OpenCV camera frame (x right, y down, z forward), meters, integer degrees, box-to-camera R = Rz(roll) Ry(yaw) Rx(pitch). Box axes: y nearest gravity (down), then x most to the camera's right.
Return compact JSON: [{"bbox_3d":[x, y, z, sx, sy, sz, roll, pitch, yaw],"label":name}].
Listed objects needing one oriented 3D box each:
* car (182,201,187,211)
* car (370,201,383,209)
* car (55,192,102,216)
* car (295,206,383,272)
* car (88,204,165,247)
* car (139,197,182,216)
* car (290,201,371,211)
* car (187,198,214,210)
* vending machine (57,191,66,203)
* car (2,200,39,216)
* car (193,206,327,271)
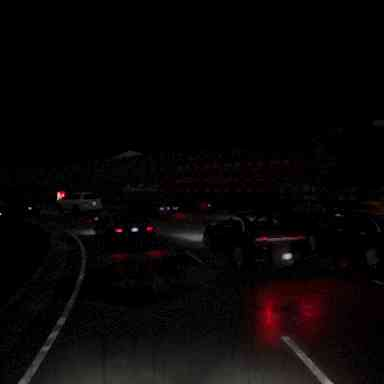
[{"bbox_3d":[-3.085,1.279,33.544,1.837,1.490,4.892,0,0,-43],"label":"car"},{"bbox_3d":[10.205,1.282,19.272,1.882,1.535,5.008,0,0,-21],"label":"car"},{"bbox_3d":[-10.505,1.056,30.795,5.566,2.045,2.150,0,0,42],"label":"car"},{"bbox_3d":[5.461,1.398,10.514,1.837,1.490,4.892,0,0,-13],"label":"car"},{"bbox_3d":[-3.143,1.457,14.791,2.033,1.411,5.357,0,0,-23],"label":"car"},{"bbox_3d":[-3.469,1.360,28.496,2.033,1.411,5.357,-1,1,-39],"label":"car"},{"bbox_3d":[6.818,1.322,18.291,2.128,1.511,4.902,0,0,-22],"label":"car"},{"bbox_3d":[0.393,1.309,34.903,1.994,1.385,4.181,-1,0,-41],"label":"car"},{"bbox_3d":[-23.271,0.893,59.382,0.880,2.100,1.100,0,1,38],"label":"vending machine"},{"bbox_3d":[-15.876,1.428,30.714,4.181,1.385,1.994,0,1,40],"label":"car"},{"bbox_3d":[1.798,1.403,10.771,2.128,1.511,4.902,0,0,-15],"label":"car"}]
